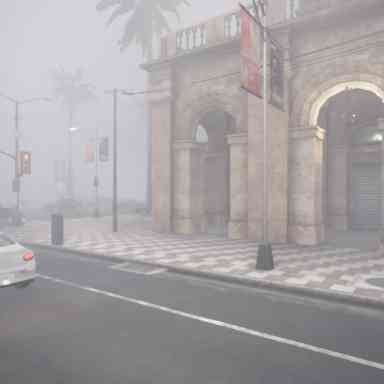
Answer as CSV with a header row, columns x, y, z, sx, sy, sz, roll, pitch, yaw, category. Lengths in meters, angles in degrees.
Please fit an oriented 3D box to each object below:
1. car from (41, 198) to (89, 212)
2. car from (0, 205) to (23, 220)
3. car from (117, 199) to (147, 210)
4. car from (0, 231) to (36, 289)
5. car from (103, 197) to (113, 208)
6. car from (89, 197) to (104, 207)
x,y,z,sx,sy,sz,roll,pitch,yaw,category
-14.809,1.495,38.287,1.837,1.490,4.892,0,0,36,car
-15.319,1.518,25.186,1.812,1.442,4.674,0,0,36,car
-7.292,1.592,42.418,1.895,1.301,4.718,0,0,36,car
-5.527,1.523,7.900,4.674,1.442,1.812,0,0,36,car
-9.410,1.591,45.822,1.895,1.301,4.718,0,0,36,car
-13.786,1.501,51.035,2.161,1.482,4.786,0,0,35,car
